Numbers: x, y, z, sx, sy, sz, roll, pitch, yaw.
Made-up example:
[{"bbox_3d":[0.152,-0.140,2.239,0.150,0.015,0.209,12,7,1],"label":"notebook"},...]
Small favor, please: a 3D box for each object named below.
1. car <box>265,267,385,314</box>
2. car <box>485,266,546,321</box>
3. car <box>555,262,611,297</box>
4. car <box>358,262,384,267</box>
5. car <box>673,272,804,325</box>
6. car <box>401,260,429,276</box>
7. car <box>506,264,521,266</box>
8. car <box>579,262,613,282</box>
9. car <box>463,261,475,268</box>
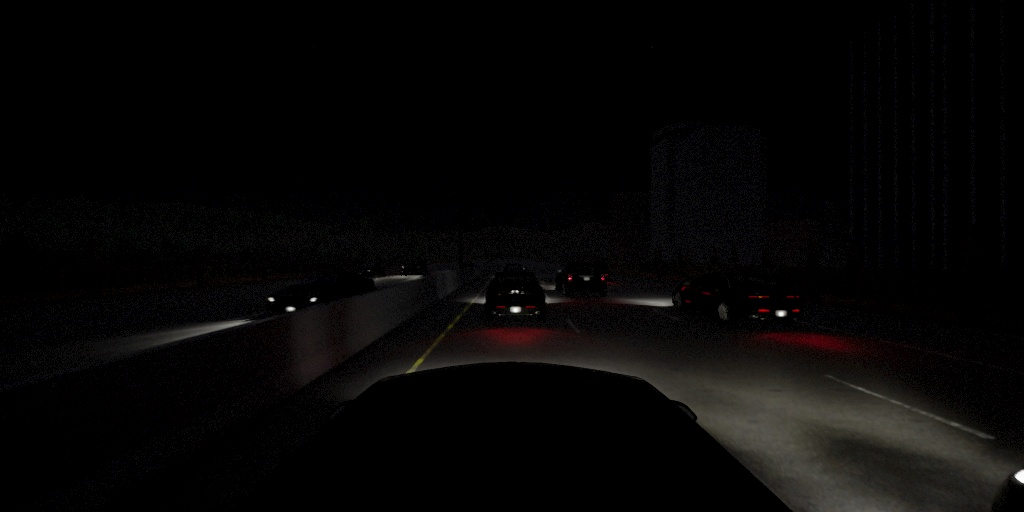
[{"bbox_3d":[-7.099,1.313,14.131,2.033,1.411,5.357,0,0,0],"label":"car"},{"bbox_3d":[0.102,1.267,12.535,1.837,1.490,4.892,0,0,0],"label":"car"},{"bbox_3d":[3.603,1.129,19.390,2.097,1.767,4.553,0,0,0],"label":"car"},{"bbox_3d":[-14.086,1.347,35.607,1.812,1.442,4.674,0,0,0],"label":"car"},{"bbox_3d":[7.101,1.267,11.880,1.837,1.490,4.892,0,0,0],"label":"car"},{"bbox_3d":[-10.580,1.186,39.290,2.097,1.767,4.553,0,0,0],"label":"car"},{"bbox_3d":[0.105,1.354,30.671,2.033,1.411,5.357,0,0,0],"label":"car"},{"bbox_3d":[7.105,1.312,30.849,1.837,1.490,4.892,0,0,0],"label":"car"},{"bbox_3d":[-7.033,1.461,57.271,1.994,1.385,4.181,0,0,1],"label":"car"}]
